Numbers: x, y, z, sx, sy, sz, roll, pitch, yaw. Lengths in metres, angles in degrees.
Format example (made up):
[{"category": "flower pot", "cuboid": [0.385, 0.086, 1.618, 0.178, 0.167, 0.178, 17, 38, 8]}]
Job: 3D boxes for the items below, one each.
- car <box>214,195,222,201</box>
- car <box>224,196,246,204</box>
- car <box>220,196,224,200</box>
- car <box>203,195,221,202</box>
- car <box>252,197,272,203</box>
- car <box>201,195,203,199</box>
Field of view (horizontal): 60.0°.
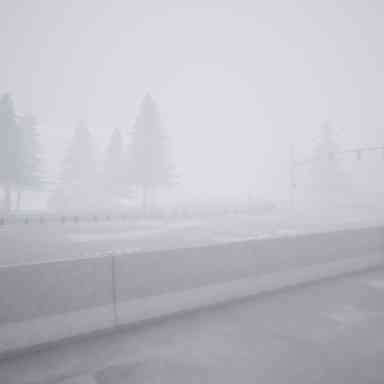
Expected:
[{"category": "car", "cuboid": [7.136, 1.586, 92.087, 1.837, 1.490, 4.892, 0, 0, -2]}, {"category": "car", "cuboid": [8.632, 1.604, 63.729, 2.128, 1.511, 4.902, 0, 0, -19]}, {"category": "car", "cuboid": [8.670, 1.722, 76.602, 1.895, 1.301, 4.718, 0, 0, -12]}, {"category": "car", "cuboid": [4.673, 1.650, 78.864, 2.033, 1.411, 5.357, 0, 0, -9]}, {"category": "car", "cuboid": [12.986, 1.635, 62.039, 1.837, 1.490, 4.892, 0, 0, -22]}, {"category": "car", "cuboid": [3.640, 1.555, 94.287, 2.033, 1.411, 5.357, 0, 0, -2]}]
